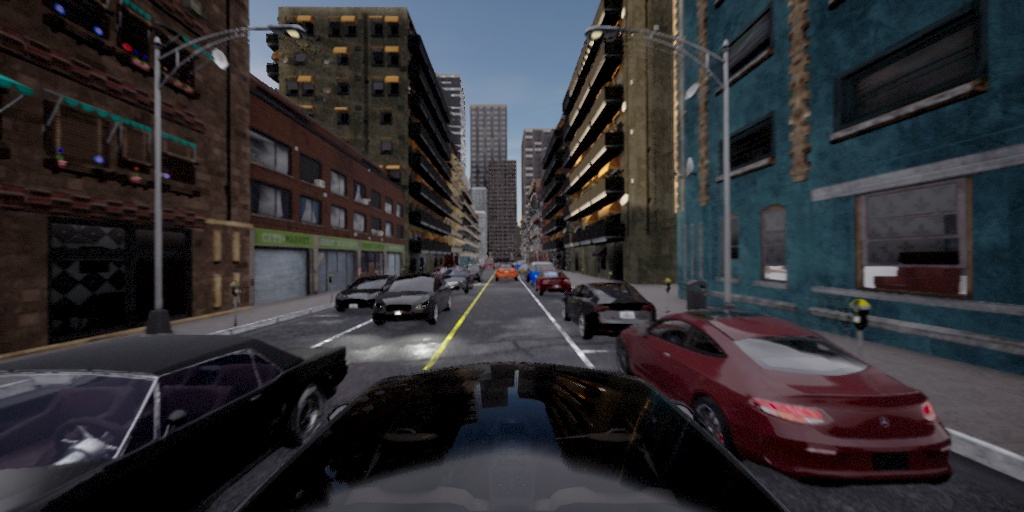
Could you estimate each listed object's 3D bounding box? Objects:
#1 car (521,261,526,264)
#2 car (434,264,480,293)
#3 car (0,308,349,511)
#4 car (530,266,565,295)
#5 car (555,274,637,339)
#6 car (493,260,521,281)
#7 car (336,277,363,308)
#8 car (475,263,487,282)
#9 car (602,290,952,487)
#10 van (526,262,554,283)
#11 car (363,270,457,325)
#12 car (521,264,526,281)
[{"bbox_3d":[1.745,1.780,48.984,1.751,1.417,4.829,0,0,-1],"label":"car"},{"bbox_3d":[-3.488,1.499,22.901,2.128,1.511,4.902,0,-1,-1],"label":"car"},{"bbox_3d":[-3.076,1.384,2.533,1.895,1.301,4.718,0,-1,-1],"label":"car"},{"bbox_3d":[2.333,1.489,21.205,1.888,1.381,4.507,0,0,-1],"label":"car"},{"bbox_3d":[2.567,1.387,10.161,1.948,1.339,4.313,0,0,-1],"label":"car"},{"bbox_3d":[-0.564,1.476,35.450,2.097,1.767,4.553,0,-1,-2],"label":"car"},{"bbox_3d":[-5.930,1.511,15.518,1.948,1.339,4.313,0,0,-1],"label":"car"},{"bbox_3d":[-3.667,1.629,33.333,1.837,1.490,4.892,0,-1,-1],"label":"car"},{"bbox_3d":[2.683,1.343,4.640,1.802,1.307,4.207,0,0,-1],"label":"car"},{"bbox_3d":[2.216,1.346,26.727,1.690,1.789,3.998,0,0,-1],"label":"van"},{"bbox_3d":[-3.279,1.398,12.583,1.837,1.490,4.892,0,-1,-1],"label":"car"},{"bbox_3d":[2.099,1.633,32.249,1.948,1.339,4.313,0,0,-1],"label":"car"}]
